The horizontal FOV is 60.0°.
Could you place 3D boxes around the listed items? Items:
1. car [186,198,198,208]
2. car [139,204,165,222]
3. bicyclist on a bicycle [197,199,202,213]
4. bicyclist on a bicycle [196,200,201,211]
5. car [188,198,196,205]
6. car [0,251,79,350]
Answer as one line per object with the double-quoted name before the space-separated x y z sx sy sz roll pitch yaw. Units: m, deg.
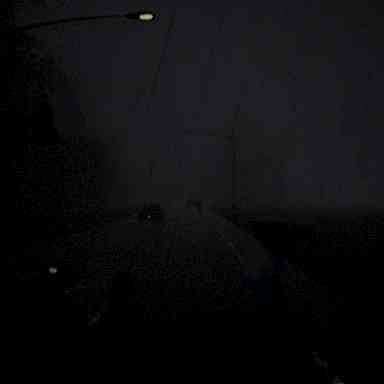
"car" -0.031 1.919 60.717 2.097 1.767 4.553 0 -1 0
"car" -3.422 1.761 28.860 2.128 1.511 4.902 0 -1 0
"bicyclist on a bicycle" 0.937 1.736 39.176 0.659 1.776 1.843 0 0 0
"bicyclist on a bicycle" 0.930 1.900 47.966 0.582 1.620 1.656 0 -1 0
"car" -0.053 2.210 75.890 1.837 1.490 4.892 0 -1 0
"car" -3.405 1.594 4.881 2.033 1.411 5.357 0 -1 0
